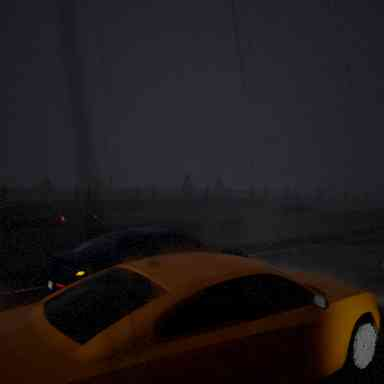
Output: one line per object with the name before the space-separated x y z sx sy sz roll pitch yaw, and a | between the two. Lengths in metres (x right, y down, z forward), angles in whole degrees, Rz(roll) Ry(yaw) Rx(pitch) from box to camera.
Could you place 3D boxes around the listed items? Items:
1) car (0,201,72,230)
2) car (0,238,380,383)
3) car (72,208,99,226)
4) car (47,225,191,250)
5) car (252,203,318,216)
car | -8.259 1.332 15.273 4.553 1.767 2.097 0 0 -35
car | 0.272 1.474 3.885 5.008 1.535 1.882 0 0 -36
car | -8.273 1.524 19.554 5.357 1.411 2.033 0 0 -35
car | -0.739 1.519 7.464 4.674 1.442 1.812 0 0 -36
car | 5.892 1.466 20.949 5.008 1.535 1.882 0 0 -35
